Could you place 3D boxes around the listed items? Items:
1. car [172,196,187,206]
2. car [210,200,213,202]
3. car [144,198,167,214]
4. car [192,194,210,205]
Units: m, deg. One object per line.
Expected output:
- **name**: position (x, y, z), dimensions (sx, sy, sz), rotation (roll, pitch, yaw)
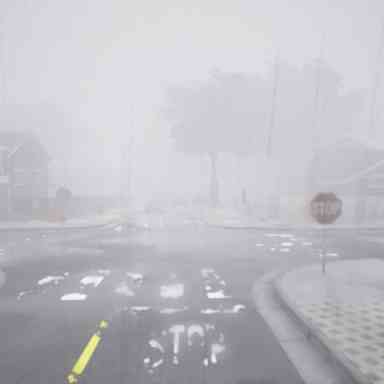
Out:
- **car**: position (-1.988, 1.398, 53.838), dimensions (1.882, 1.535, 5.008), rotation (0, 0, 8)
- **car**: position (3.203, 1.272, 67.961), dimensions (2.097, 1.767, 4.553), rotation (1, 0, 13)
- **car**: position (-3.646, 1.442, 34.034), dimensions (1.837, 1.490, 4.892), rotation (0, 0, 2)
- **car**: position (1.424, 1.283, 58.203), dimensions (2.097, 1.767, 4.553), rotation (0, 0, 10)
